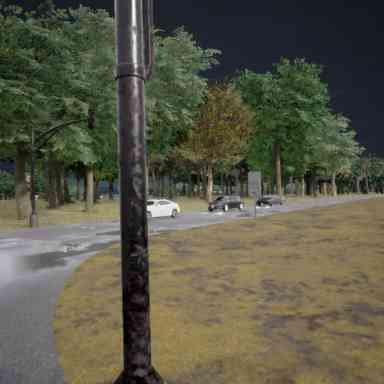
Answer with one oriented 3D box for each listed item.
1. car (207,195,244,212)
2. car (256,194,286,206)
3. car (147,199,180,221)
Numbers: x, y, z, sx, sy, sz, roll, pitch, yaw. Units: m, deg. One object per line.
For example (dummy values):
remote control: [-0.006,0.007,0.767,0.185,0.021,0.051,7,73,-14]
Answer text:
car: [3.353,1.087,32.537,1.837,1.490,4.892,-3,-1,37]
car: [9.764,0.970,40.949,2.033,1.411,5.357,-3,-1,37]
car: [-2.780,1.268,24.469,1.812,1.442,4.674,-3,-1,37]
